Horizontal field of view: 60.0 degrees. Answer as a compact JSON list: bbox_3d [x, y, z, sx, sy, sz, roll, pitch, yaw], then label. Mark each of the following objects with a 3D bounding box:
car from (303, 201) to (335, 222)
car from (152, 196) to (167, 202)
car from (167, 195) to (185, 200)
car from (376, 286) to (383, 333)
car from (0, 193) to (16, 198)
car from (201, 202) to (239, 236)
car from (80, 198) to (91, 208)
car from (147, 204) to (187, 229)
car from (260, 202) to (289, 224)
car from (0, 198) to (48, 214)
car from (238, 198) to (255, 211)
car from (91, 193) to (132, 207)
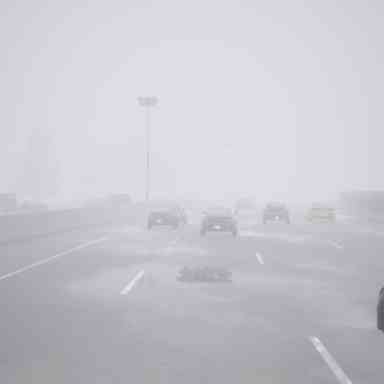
[{"bbox_3d":[10.254,1.495,27.132,1.882,1.535,5.008,0,0,12],"label":"car"},{"bbox_3d":[-6.948,1.470,72.414,1.994,1.385,4.181,0,0,26],"label":"car"},{"bbox_3d":[-3.035,1.436,72.400,1.812,1.442,4.674,0,0,26],"label":"car"},{"bbox_3d":[3.759,1.361,3.099,2.097,1.767,4.553,0,0,1],"label":"car"},{"bbox_3d":[-20.586,1.144,34.424,2.150,2.045,5.566,0,0,13],"label":"car"},{"bbox_3d":[1.554,1.522,18.352,1.812,1.442,4.674,0,0,8],"label":"car"},{"bbox_3d":[-11.754,1.454,40.782,1.837,1.490,4.892,0,0,16],"label":"car"},{"bbox_3d":[-1.526,1.512,21.352,1.812,1.442,4.674,0,0,9],"label":"car"},{"bbox_3d":[6.266,1.511,25.153,1.837,1.490,4.892,0,0,11],"label":"car"},{"bbox_3d":[-17.070,1.537,34.113,1.895,1.301,4.718,0,0,13],"label":"car"},{"bbox_3d":[6.467,1.505,40.072,1.837,1.490,4.892,0,0,17],"label":"car"},{"bbox_3d":[-8.842,1.177,38.280,2.150,2.045,5.566,0,0,15],"label":"car"}]
